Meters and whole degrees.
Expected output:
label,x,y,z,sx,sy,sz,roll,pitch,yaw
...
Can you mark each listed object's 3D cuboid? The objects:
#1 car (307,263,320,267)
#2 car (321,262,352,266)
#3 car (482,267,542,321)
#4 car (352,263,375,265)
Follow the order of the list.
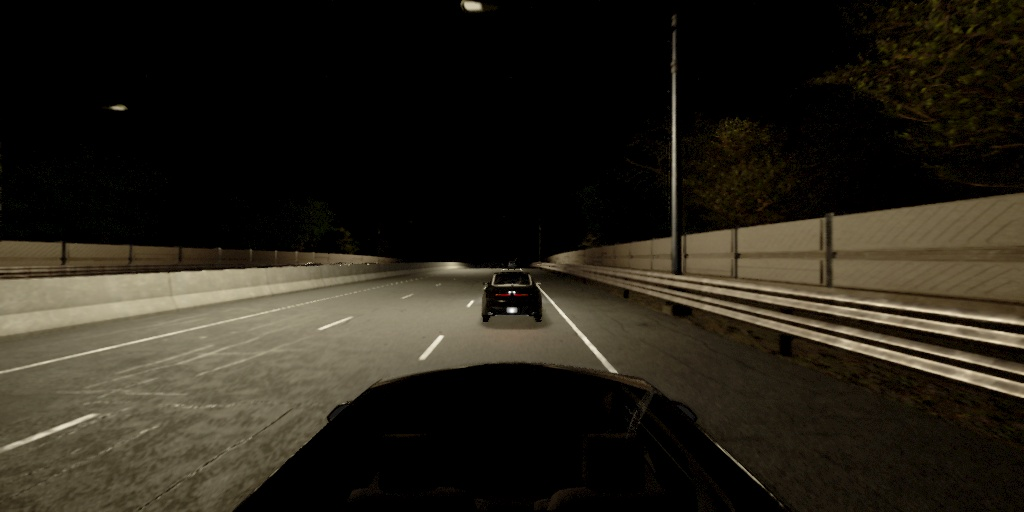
label,x,y,z,sx,sy,sz,roll,pitch,yaw
car,-24.501,1.598,44.148,2.033,1.411,5.357,0,-1,0
car,-21.001,1.517,44.149,2.128,1.511,4.902,0,-1,0
car,0.000,1.306,12.560,1.837,1.490,4.892,0,-1,0
car,-17.501,1.601,44.148,1.994,1.385,4.181,0,-1,0
